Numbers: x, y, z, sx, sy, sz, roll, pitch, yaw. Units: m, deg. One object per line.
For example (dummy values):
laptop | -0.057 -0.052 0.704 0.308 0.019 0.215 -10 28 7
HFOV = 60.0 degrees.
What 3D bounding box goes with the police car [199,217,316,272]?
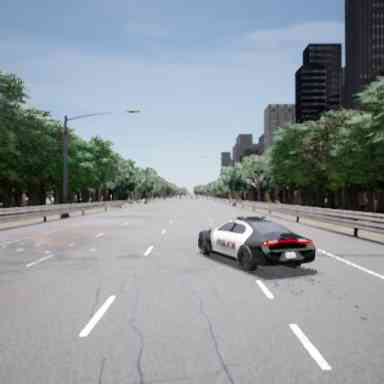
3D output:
police car | 1.839 1.634 11.549 2.038 1.542 4.974 1 -1 -23
